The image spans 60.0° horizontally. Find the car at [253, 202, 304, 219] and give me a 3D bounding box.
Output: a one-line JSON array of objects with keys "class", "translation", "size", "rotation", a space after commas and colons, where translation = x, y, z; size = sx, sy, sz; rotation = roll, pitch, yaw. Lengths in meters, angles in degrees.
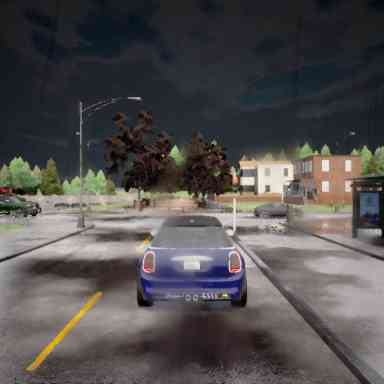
[{"class": "car", "translation": [7.345, 1.558, 28.433], "size": [4.181, 1.385, 1.994], "rotation": [0, 1, 0]}]

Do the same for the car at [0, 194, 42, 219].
[{"class": "car", "translation": [-15.832, 1.223, 28.334], "size": [5.566, 2.045, 2.150], "rotation": [0, 0, 0]}]

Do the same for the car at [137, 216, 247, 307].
[{"class": "car", "translation": [0.008, 1.352, 8.161], "size": [2.097, 1.767, 4.553], "rotation": [0, 0, 0]}]
